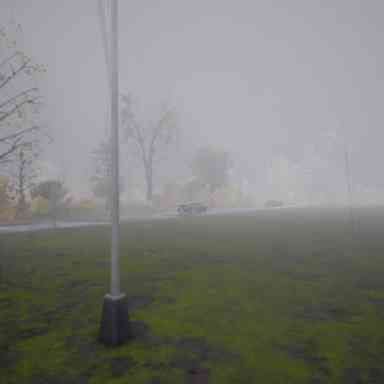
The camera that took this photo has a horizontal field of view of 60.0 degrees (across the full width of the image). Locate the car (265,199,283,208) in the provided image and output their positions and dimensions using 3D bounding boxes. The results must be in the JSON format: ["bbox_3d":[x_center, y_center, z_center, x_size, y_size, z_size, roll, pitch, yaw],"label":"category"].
[{"bbox_3d":[14.586,1.997,58.815,2.128,1.511,4.902,0,0,36],"label":"car"}]

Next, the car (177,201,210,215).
[{"bbox_3d":[0.274,1.849,38.814,1.837,1.490,4.892,0,0,36],"label":"car"}]
